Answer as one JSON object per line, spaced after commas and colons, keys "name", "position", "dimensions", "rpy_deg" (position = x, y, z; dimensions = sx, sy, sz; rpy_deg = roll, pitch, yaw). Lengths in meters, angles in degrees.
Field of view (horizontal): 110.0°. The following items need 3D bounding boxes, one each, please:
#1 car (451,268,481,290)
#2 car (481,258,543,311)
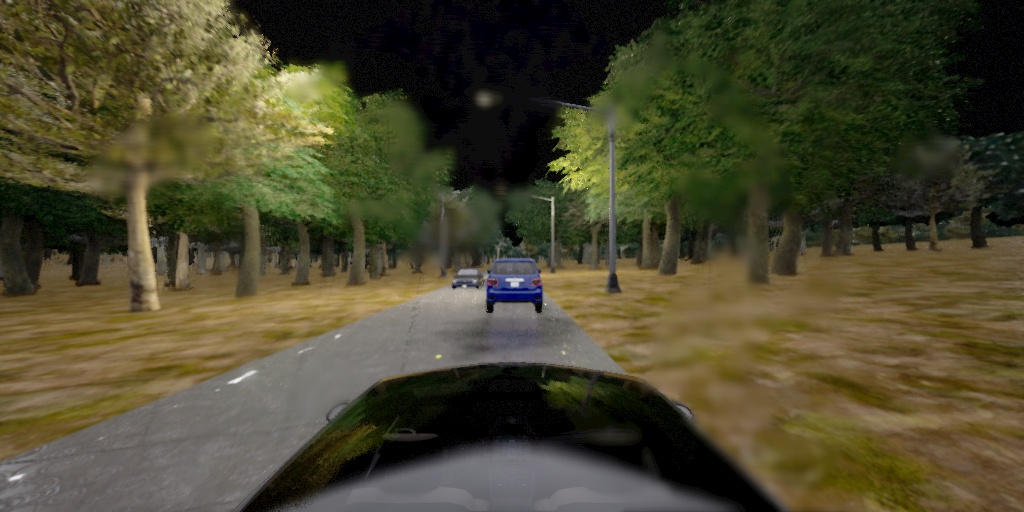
{"name": "car", "position": [-3.002, 1.553, 25.303], "dimensions": [2.033, 1.411, 5.357], "rpy_deg": [0, -1, 0]}
{"name": "car", "position": [0.098, 1.116, 15.313], "dimensions": [2.150, 2.045, 5.566], "rpy_deg": [0, 0, 0]}
